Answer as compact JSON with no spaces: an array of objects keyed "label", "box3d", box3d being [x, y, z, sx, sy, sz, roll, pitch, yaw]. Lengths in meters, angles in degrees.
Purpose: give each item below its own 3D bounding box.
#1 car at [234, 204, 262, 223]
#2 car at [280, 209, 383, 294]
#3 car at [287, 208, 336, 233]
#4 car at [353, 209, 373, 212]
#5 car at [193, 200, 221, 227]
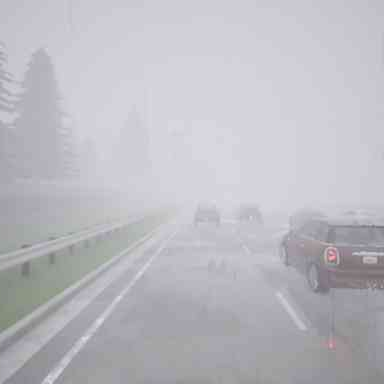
[{"label":"car","box3d":[4.803,1.774,28.634,1.837,1.490,4.892,1,0,3]},{"label":"car","box3d":[3.928,1.495,9.278,2.097,1.767,4.553,1,0,3]},{"label":"car","box3d":[8.041,1.877,22.847,1.994,1.385,4.181,1,0,3]},{"label":"car","box3d":[11.541,1.921,23.034,1.812,1.442,4.674,1,0,2]},{"label":"car","box3d":[1.113,1.654,24.614,2.128,1.511,4.902,1,0,3]}]
